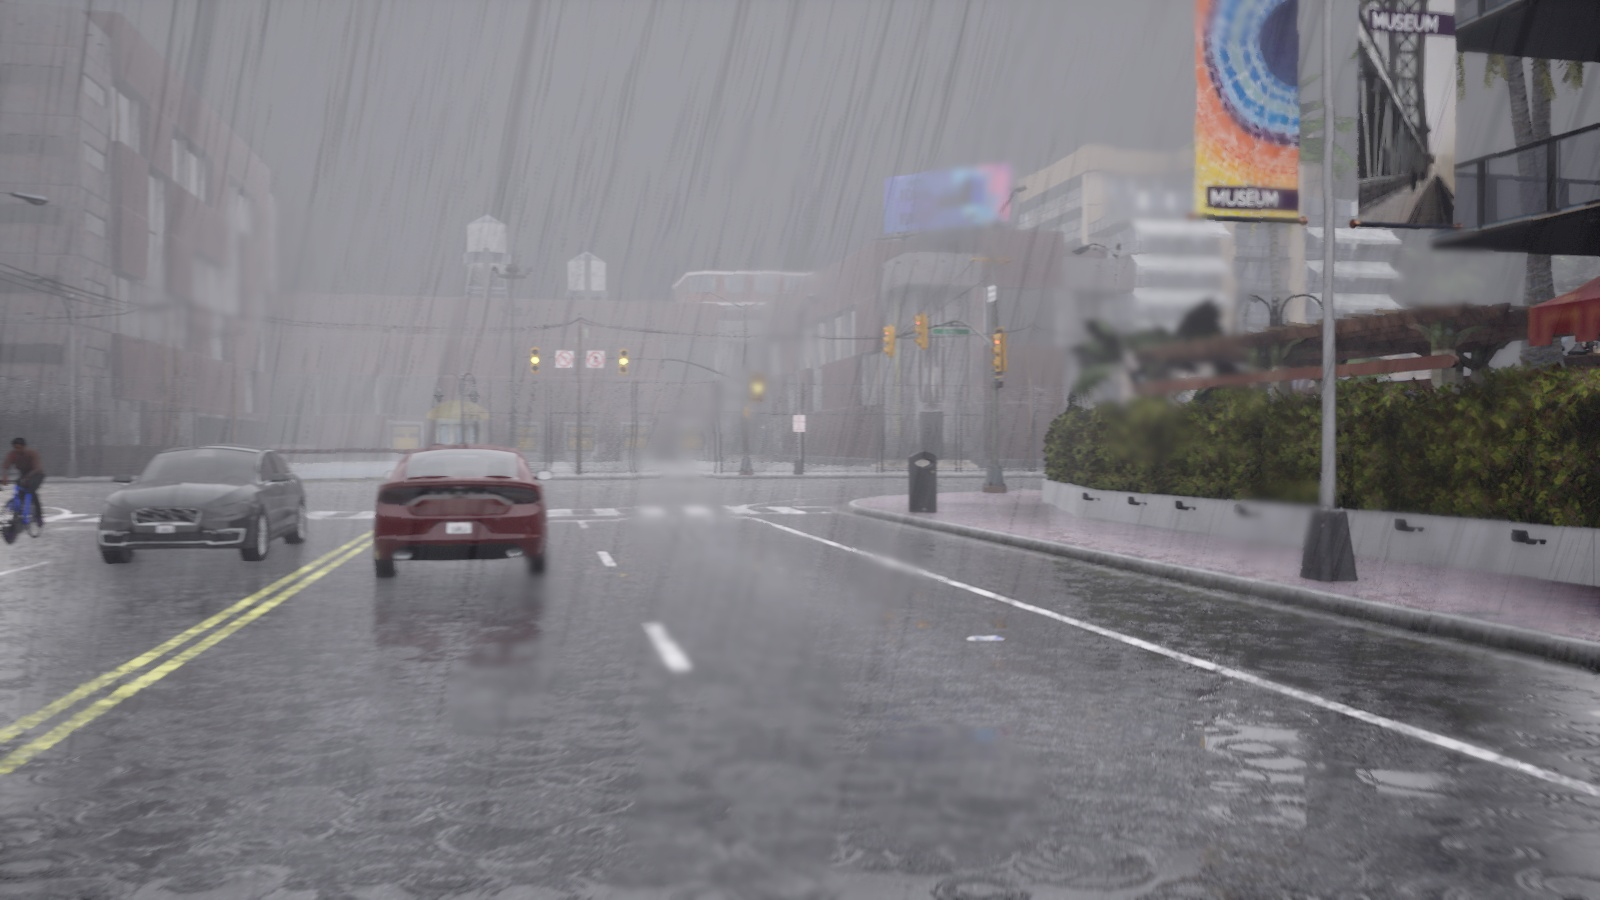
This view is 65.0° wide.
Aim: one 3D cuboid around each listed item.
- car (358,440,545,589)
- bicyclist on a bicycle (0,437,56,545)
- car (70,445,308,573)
[{"bbox_3d":[-4.181,0.660,15.583,1.882,1.535,5.008,0,0,-13],"label":"car"},{"bbox_3d":[-12.240,0.610,19.591,0.582,1.620,1.656,0,1,-12],"label":"bicyclist on a bicycle"},{"bbox_3d":[-8.141,0.676,17.233,1.837,1.490,4.892,0,0,-12],"label":"car"}]
